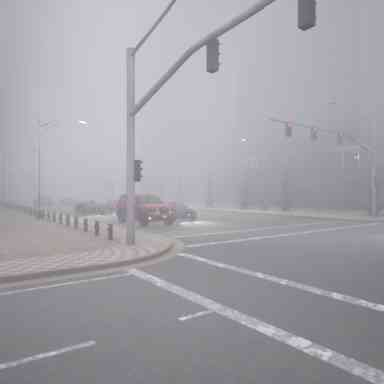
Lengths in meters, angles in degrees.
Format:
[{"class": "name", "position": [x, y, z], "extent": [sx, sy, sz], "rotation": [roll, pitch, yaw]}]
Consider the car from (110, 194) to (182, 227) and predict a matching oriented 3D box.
[{"class": "car", "position": [-3.314, 1.168, 22.833], "extent": [2.150, 2.045, 5.566], "rotation": [0, 0, -36]}]

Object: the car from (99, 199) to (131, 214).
[{"class": "car", "position": [-8.389, 1.511, 36.062], "extent": [1.994, 1.385, 4.181], "rotation": [0, 0, -35]}]

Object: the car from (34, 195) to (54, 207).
[{"class": "car", "position": [-22.284, 1.297, 49.960], "extent": [2.097, 1.767, 4.553], "rotation": [0, 0, -35]}]

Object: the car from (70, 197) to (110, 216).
[{"class": "car", "position": [-9.907, 1.508, 32.127], "extent": [1.994, 1.385, 4.181], "rotation": [0, 0, -35]}]

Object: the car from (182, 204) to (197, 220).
[{"class": "car", "position": [-1.424, 1.511, 26.210], "extent": [1.994, 1.385, 4.181], "rotation": [0, 0, -36]}]

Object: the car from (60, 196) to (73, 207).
[{"class": "car", "position": [-18.872, 1.425, 51.175], "extent": [1.882, 1.535, 5.008], "rotation": [0, 0, -35]}]
